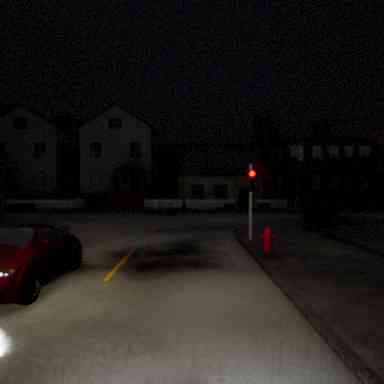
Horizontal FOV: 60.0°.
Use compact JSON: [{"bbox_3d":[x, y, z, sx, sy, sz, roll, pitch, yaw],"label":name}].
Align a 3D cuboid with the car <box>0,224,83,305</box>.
[{"bbox_3d":[-4.073,1.459,7.708,1.994,1.385,4.181,0,1,0],"label":"car"}]
